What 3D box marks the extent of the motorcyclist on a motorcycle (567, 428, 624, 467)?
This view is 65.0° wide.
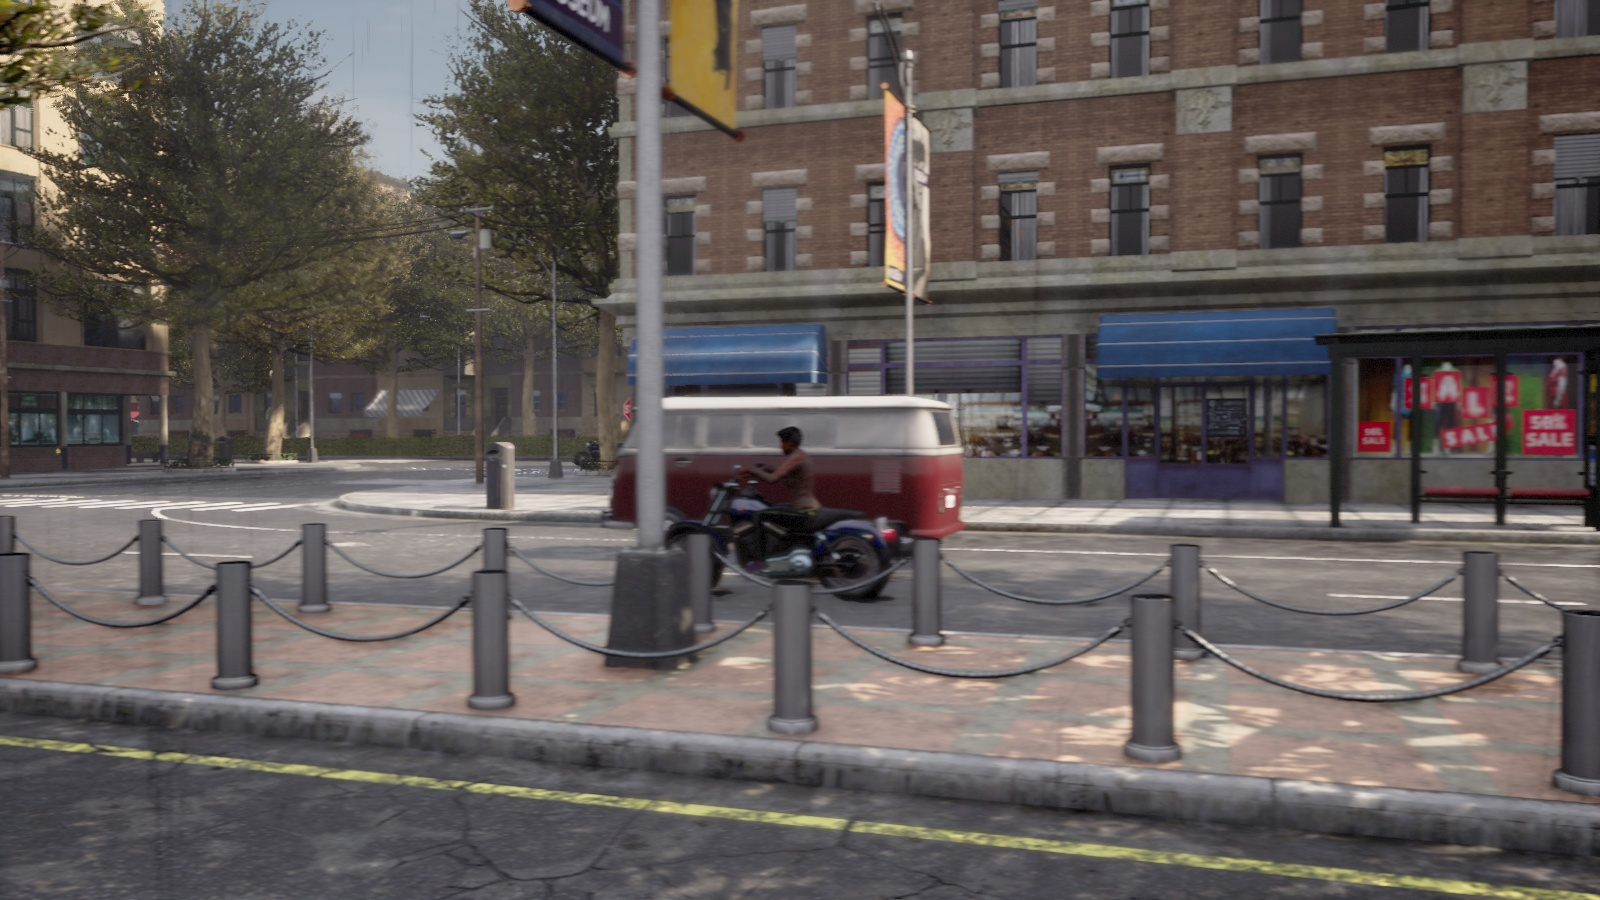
[{"bbox_3d":[-8.949,-0.136,54.896,2.350,1.649,0.766,-1,2,-36],"label":"motorcyclist on a motorcycle"}]

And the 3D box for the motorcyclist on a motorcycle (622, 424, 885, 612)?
[{"bbox_3d":[-0.436,0.587,11.779,2.350,1.649,0.766,0,1,19],"label":"motorcyclist on a motorcycle"}]

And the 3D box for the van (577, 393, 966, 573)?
[{"bbox_3d":[-0.332,0.331,15.433,4.442,1.987,1.775,1,1,19],"label":"van"}]
